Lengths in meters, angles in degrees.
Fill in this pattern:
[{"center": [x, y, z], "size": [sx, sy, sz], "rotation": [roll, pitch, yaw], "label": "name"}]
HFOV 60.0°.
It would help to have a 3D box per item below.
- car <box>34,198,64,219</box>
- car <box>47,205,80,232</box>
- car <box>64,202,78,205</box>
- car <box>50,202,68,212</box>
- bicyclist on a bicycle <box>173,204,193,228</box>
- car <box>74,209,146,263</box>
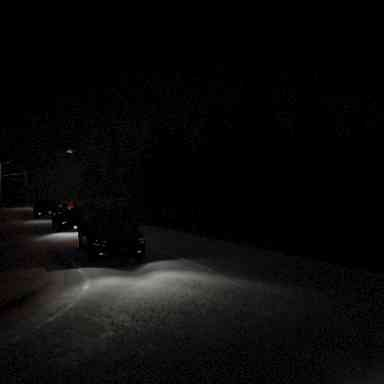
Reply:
[{"center": [-15.350, 1.707, 35.126], "size": [2.150, 2.045, 5.566], "rotation": [0, -1, -30], "label": "car"}, {"center": [-8.536, 1.850, 23.105], "size": [2.033, 1.411, 5.357], "rotation": [0, -1, -29], "label": "car"}, {"center": [-15.824, 2.087, 43.314], "size": [2.128, 1.511, 4.902], "rotation": [0, -1, -29], "label": "car"}, {"center": [-20.923, 2.271, 52.170], "size": [2.033, 1.411, 5.357], "rotation": [0, -1, -30], "label": "car"}, {"center": [-0.552, 1.682, 23.757], "size": [1.656, 1.620, 0.582], "rotation": [21, -27, -21], "label": "bicyclist on a bicycle"}, {"center": [-3.254, 1.634, 12.998], "size": [1.882, 1.535, 5.008], "rotation": [0, -1, -25], "label": "car"}]
